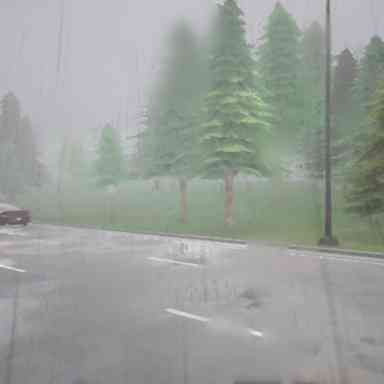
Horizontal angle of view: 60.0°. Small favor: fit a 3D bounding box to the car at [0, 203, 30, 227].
[{"bbox_3d":[-12.437,1.483,21.461,5.008,1.535,1.882,0,0,36],"label":"car"}]
